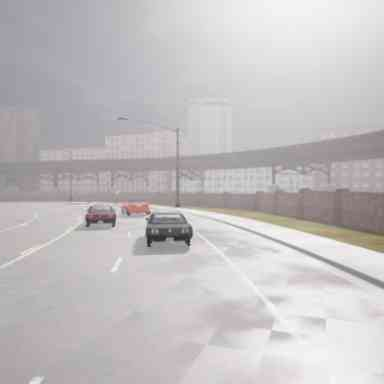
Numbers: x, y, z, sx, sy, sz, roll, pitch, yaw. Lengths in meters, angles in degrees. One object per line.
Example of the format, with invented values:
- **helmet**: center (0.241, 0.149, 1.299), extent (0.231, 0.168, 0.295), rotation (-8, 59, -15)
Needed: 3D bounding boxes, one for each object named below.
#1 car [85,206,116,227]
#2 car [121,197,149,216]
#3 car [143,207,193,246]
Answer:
- **car**: center (-6.226, 1.570, 22.860), extent (1.895, 1.301, 4.718), rotation (0, 0, -14)
- **car**: center (-5.554, 1.283, 32.042), extent (2.097, 1.767, 4.553), rotation (-1, 0, -21)
- **car**: center (-1.184, 1.566, 15.226), extent (1.895, 1.301, 4.718), rotation (0, 0, -8)
